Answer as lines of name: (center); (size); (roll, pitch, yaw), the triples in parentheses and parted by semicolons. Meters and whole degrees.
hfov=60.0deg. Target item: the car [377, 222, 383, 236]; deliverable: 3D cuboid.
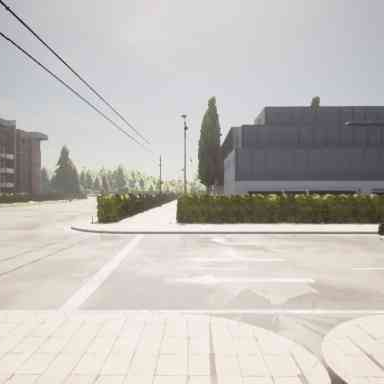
car: (10.789, 1.564, 15.050); (4.181, 1.385, 1.994); (0, 0, 0)
